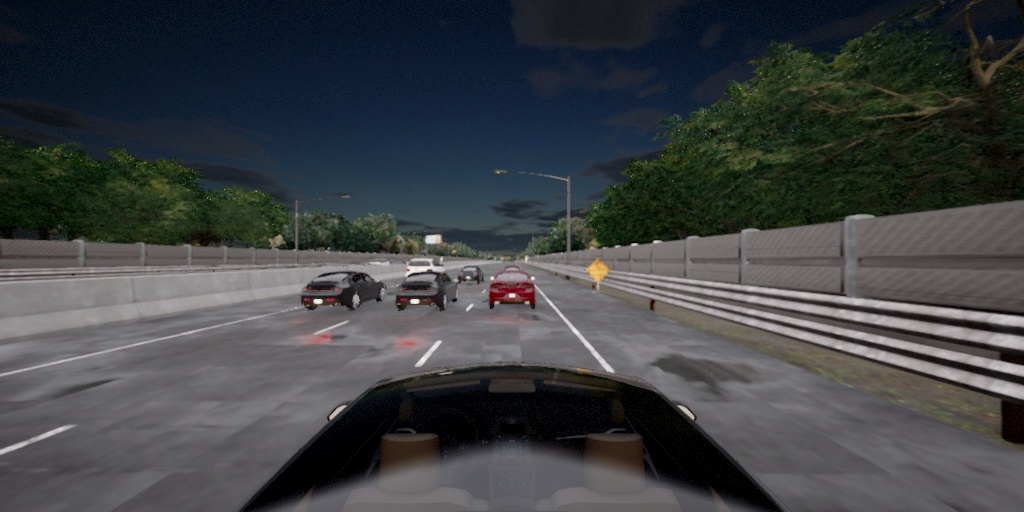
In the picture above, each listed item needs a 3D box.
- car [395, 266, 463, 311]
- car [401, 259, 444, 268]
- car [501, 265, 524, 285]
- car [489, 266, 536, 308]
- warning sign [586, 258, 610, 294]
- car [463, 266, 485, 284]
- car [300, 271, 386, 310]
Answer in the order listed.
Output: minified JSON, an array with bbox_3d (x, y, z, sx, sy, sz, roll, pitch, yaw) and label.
[{"bbox_3d":[-3.481,1.391,15.338,1.837,1.490,4.892,0,0,0],"label":"car"},{"bbox_3d":[-6.988,1.242,29.459,2.150,2.045,5.566,0,0,0],"label":"car"},{"bbox_3d":[0.024,1.554,30.744,1.812,1.442,4.674,0,0,0],"label":"car"},{"bbox_3d":[0.025,1.369,16.086,1.882,1.535,5.008,0,0,0],"label":"car"},{"bbox_3d":[4.552,1.034,18.923,1.300,1.860,1.060,0,0,0],"label":"warning sign"},{"bbox_3d":[-3.477,1.554,30.742,1.812,1.442,4.674,0,0,0],"label":"car"},{"bbox_3d":[-6.981,1.391,15.351,1.837,1.490,4.892,0,0,0],"label":"car"}]
